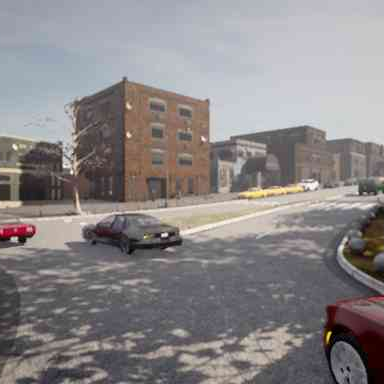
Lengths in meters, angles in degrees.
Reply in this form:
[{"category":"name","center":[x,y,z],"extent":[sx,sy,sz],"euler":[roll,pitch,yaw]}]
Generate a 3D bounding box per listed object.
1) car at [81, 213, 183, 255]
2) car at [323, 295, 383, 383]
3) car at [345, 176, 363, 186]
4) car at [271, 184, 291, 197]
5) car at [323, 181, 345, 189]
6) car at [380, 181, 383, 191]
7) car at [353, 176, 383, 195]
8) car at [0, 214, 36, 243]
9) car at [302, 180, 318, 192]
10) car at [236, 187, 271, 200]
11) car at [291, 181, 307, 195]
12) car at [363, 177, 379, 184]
[{"category":"car","center":[-2.644,1.579,13.657],"extent":[2.033,1.411,5.357],"euler":[0,0,-42]},{"category":"car","center":[2.914,1.481,2.199],"extent":[1.882,1.535,5.008],"euler":[0,0,-12]},{"category":"car","center":[34.852,-2.098,72.832],"extent":[2.231,1.521,4.892],"euler":[0,3,44]},{"category":"car","center":[11.845,-0.137,48.606],"extent":[1.946,1.575,5.366],"euler":[0,3,44]},{"category":"car","center":[27.229,-1.418,64.809],"extent":[2.163,1.488,4.792],"euler":[0,3,44]},{"category":"car","center":[31.078,-0.993,51.836],"extent":[1.837,1.490,4.892],"euler":[0,3,44]},{"category":"car","center":[23.921,-0.660,44.214],"extent":[2.150,2.045,5.566],"euler":[0,3,44]},{"category":"car","center":[-9.200,1.640,14.970],"extent":[4.718,1.301,1.895],"euler":[0,0,33]},{"category":"car","center":[19.628,-1.050,56.798],"extent":[2.435,2.045,5.566],"euler":[0,3,43]},{"category":"car","center":[8.041,0.191,44.615],"extent":[1.946,1.575,5.366],"euler":[0,3,44]},{"category":"car","center":[15.643,-0.461,52.605],"extent":[1.946,1.575,5.366],"euler":[0,3,44]},{"category":"car","center":[45.061,-2.974,83.665],"extent":[2.231,1.521,4.892],"euler":[0,3,44]}]
